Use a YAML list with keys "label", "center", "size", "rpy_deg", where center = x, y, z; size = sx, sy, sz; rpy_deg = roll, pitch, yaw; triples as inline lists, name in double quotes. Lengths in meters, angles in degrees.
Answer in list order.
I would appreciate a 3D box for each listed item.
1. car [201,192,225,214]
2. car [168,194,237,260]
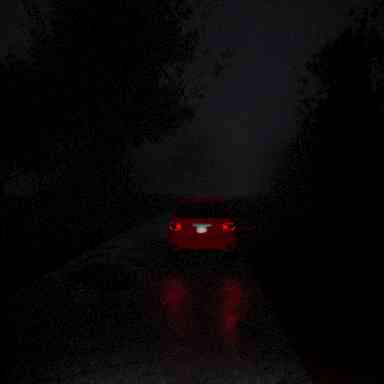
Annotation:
- label: "car"
  center: [1.912, 0.866, 29.333]
  size: [1.882, 1.535, 5.008]
  rpy_deg: [0, 3, 6]
- label: "car"
  center: [0.464, 1.125, 12.258]
  size: [2.150, 2.045, 5.566]
  rpy_deg: [0, 1, 4]
